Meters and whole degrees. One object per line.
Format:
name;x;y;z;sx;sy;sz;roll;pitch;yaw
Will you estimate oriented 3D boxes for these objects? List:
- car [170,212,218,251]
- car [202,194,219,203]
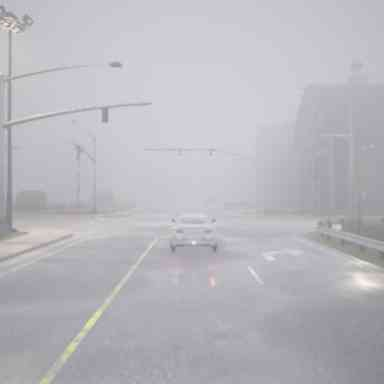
car;0.075;1.595;14.288;1.812;1.442;4.674;0;0;0
car;4.097;1.495;73.414;1.905;1.878;3.866;-7;3;-42
